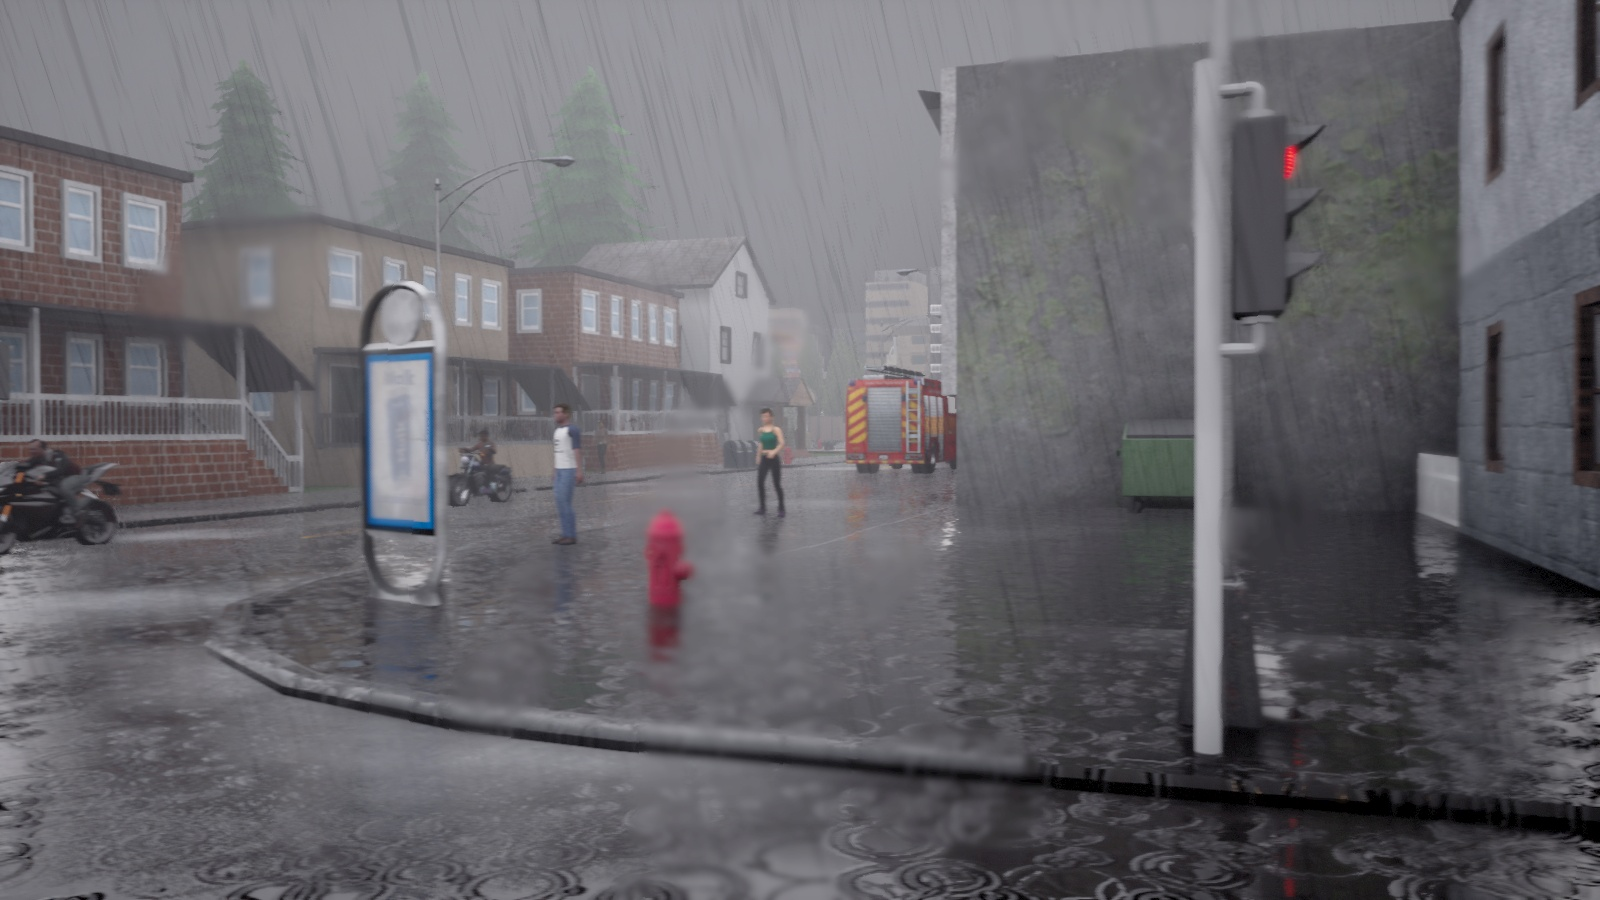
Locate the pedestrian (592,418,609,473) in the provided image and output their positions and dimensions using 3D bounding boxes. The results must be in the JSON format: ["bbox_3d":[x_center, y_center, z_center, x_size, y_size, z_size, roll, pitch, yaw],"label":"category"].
[{"bbox_3d":[-6.700,-0.163,42.162,0.331,1.846,0.634,1,1,18],"label":"pedestrian"}]

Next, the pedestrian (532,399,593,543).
[{"bbox_3d":[-3.089,0.264,16.341,0.706,1.836,0.354,0,1,-35],"label":"pedestrian"}]

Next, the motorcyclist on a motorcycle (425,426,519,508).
[{"bbox_3d":[-6.940,0.324,26.732,0.766,1.649,2.350,1,1,18],"label":"motorcyclist on a motorcycle"}]

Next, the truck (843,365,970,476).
[{"bbox_3d":[4.233,-1.084,47.686,2.891,3.827,8.468,1,1,18],"label":"truck"}]

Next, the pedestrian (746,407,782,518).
[{"bbox_3d":[-0.604,0.196,21.138,0.345,1.836,0.594,1,1,29],"label":"pedestrian"}]

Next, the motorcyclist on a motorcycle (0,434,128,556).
[{"bbox_3d":[-10.234,0.554,16.803,0.866,1.530,2.191,1,1,18],"label":"motorcyclist on a motorcycle"}]
